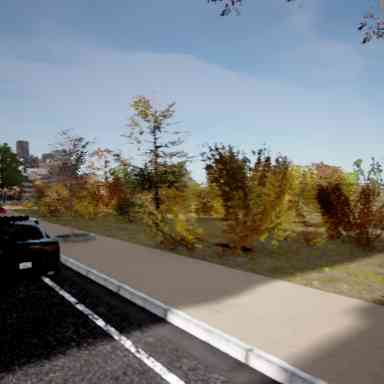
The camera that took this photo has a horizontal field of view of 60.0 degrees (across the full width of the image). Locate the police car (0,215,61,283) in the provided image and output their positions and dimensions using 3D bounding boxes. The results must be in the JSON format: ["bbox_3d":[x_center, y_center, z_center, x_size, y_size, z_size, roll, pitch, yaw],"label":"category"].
[{"bbox_3d":[-5.400,1.515,9.742,1.930,1.638,5.238,-1,0,-37],"label":"police car"}]
